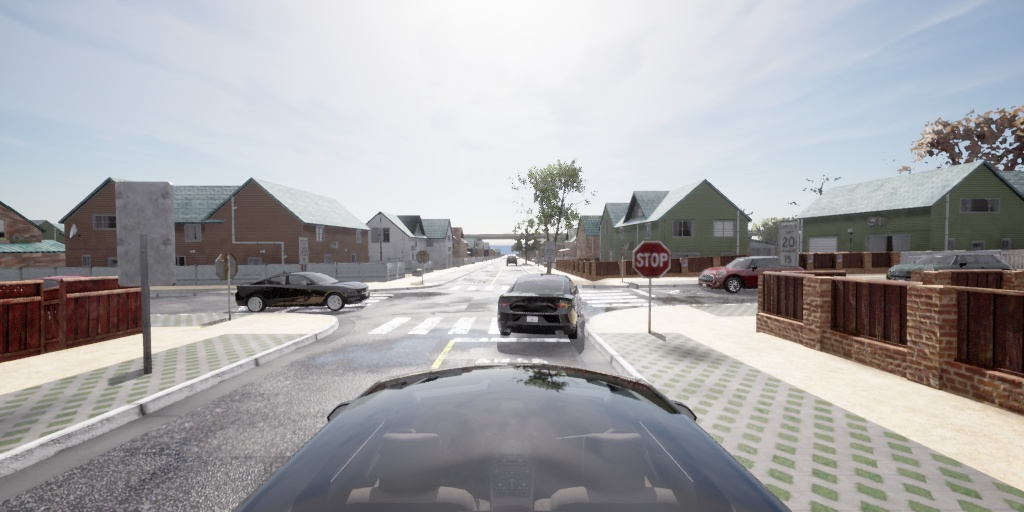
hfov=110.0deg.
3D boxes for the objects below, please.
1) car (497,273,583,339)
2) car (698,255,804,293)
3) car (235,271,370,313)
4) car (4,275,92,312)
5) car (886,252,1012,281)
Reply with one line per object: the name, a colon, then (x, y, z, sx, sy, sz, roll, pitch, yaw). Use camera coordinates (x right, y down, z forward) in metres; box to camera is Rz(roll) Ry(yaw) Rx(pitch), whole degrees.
car: (0.953, 1.224, 10.216, 1.882, 1.535, 5.008, 0, 0, 12)
car: (11.798, 0.820, 17.831, 4.553, 1.767, 2.097, -1, 2, 0)
car: (-8.475, 1.376, 14.738, 5.008, 1.535, 1.882, -1, 2, 0)
car: (-18.028, 1.546, 14.670, 5.008, 1.535, 1.882, -1, 2, 0)
car: (21.693, 0.646, 17.908, 4.553, 1.767, 2.097, -1, 2, 0)
